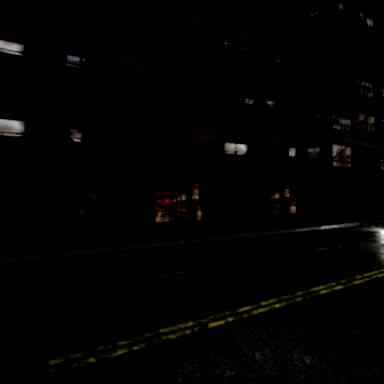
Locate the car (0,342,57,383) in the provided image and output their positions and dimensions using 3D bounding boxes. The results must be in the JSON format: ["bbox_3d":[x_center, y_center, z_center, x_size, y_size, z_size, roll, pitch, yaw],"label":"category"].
[{"bbox_3d":[-3.049,1.486,1.265,4.902,1.511,2.128,0,0,-35],"label":"car"}]
